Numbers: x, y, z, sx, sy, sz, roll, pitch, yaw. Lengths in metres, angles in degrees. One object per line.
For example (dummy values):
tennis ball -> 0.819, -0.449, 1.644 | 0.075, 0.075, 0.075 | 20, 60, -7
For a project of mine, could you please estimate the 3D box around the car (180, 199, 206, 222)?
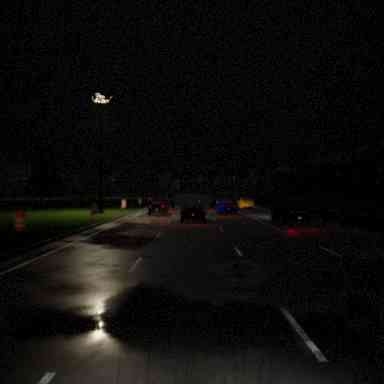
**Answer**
car -> 0.081, 1.490, 26.652 | 1.882, 1.535, 5.008 | 0, 0, 0

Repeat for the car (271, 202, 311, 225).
car -> 7.102, 1.503, 24.292 | 2.128, 1.511, 4.902 | 0, 0, 0

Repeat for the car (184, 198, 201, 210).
car -> 0.074, 1.584, 43.485 | 1.994, 1.385, 4.181 | 0, 0, 0

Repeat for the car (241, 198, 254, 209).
car -> 7.093, 1.498, 44.752 | 1.882, 1.535, 5.008 | 0, 0, 0

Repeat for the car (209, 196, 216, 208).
car -> 3.526, 1.373, 48.549 | 2.097, 1.767, 4.553 | 0, 0, 0

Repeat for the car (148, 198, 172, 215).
car -> -3.407, 1.541, 34.431 | 1.812, 1.442, 4.674 | 0, 0, 0

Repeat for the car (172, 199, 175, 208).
car -> -3.484, 1.548, 48.631 | 1.812, 1.442, 4.674 | 0, 0, 0

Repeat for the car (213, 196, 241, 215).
car -> 3.547, 1.493, 34.468 | 1.882, 1.535, 5.008 | 0, 0, 1
